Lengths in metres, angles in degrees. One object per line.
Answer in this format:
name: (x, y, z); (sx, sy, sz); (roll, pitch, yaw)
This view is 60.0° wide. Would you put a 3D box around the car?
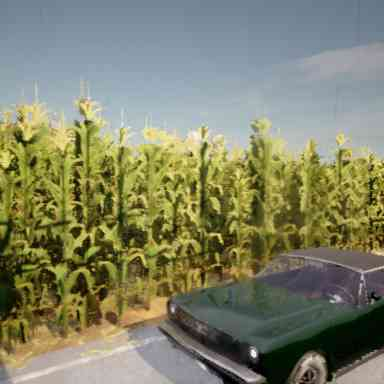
car: (1.918, 1.603, 4.937); (4.718, 1.301, 1.895); (0, 0, -35)
